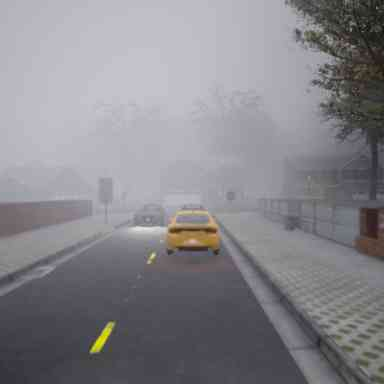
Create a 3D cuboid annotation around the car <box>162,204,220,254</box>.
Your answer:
[{"bbox_3d":[0.053,1.485,13.570,1.882,1.535,5.008,0,0,0],"label":"car"}]

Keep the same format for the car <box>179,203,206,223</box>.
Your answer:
[{"bbox_3d":[0.136,1.588,26.353,1.895,1.301,4.718,0,0,3],"label":"car"}]

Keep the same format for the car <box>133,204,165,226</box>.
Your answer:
[{"bbox_3d":[-2.800,1.557,23.116,1.994,1.385,4.181,0,0,1],"label":"car"}]
